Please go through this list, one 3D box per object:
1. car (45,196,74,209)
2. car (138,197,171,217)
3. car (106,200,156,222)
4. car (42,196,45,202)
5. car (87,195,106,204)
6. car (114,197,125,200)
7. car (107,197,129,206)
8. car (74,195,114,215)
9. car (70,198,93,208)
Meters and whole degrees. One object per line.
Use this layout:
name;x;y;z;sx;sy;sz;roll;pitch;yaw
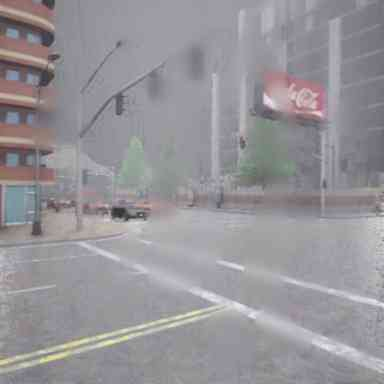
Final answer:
car;-18.069;1.382;45.265;2.097;1.767;4.553;0;0;-36
car;-3.836;1.394;31.484;2.097;1.767;4.553;0;0;-36
car;-5.073;1.596;27.207;1.994;1.385;4.181;0;0;-36
car;-30.534;1.527;71.846;5.357;1.411;2.033;0;0;-36
car;-18.350;1.412;63.929;2.097;1.767;4.553;0;0;-36
car;-9.760;1.546;39.702;1.837;1.490;4.892;0;0;-36
car;-12.467;1.587;55.775;1.812;1.442;4.674;0;0;-35
car;-10.131;1.383;34.230;2.097;1.767;4.553;0;0;-36
car;-16.305;1.566;48.819;1.812;1.442;4.674;0;0;-36
